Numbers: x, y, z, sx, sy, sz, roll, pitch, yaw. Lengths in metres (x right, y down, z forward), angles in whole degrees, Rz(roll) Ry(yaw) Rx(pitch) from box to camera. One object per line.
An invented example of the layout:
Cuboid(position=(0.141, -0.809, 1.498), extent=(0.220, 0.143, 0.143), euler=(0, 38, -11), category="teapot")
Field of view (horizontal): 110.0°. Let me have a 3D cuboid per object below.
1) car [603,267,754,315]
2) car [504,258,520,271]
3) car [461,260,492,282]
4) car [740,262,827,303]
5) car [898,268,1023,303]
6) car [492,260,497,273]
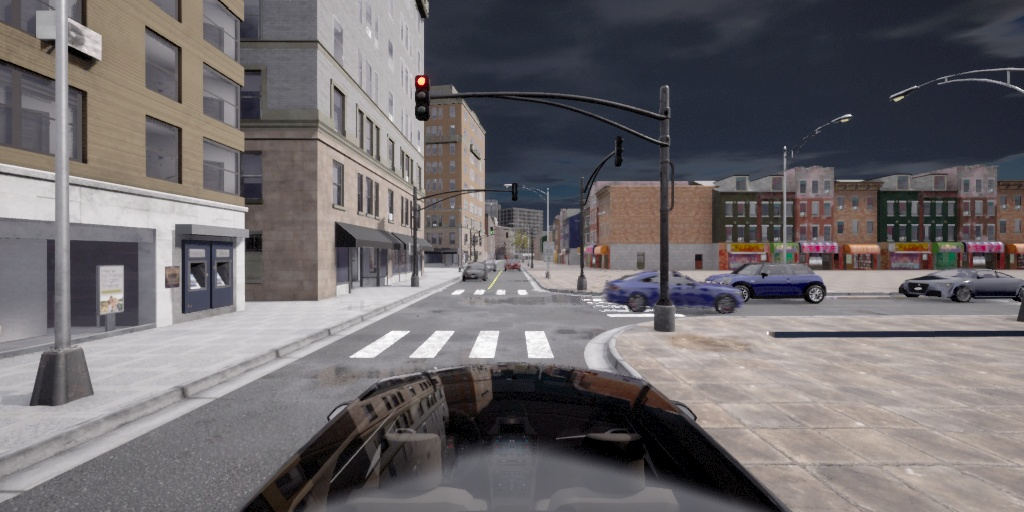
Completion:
Cuboid(position=(5.716, 1.255, 13.060), extent=(4.674, 1.442, 1.812), euler=(0, 1, 7), category="car")
Cuboid(position=(0.035, 1.115, 48.455), extent=(2.097, 1.767, 4.553), euler=(0, 0, 0), category="car")
Cuboid(position=(-2.881, 1.259, 28.665), extent=(1.837, 1.490, 4.892), euler=(0, 0, 0), category="car")
Cuboid(position=(10.743, 1.054, 15.597), extent=(4.553, 1.767, 2.097), euler=(0, 0, 1), category="car")
Cuboid(position=(19.665, 1.233, 15.625), extent=(4.181, 1.385, 1.994), euler=(0, 0, -1), category="car")
Cuboid(position=(-2.870, 1.252, 43.842), extent=(2.128, 1.511, 4.902), euler=(0, 0, 0), category="car")
